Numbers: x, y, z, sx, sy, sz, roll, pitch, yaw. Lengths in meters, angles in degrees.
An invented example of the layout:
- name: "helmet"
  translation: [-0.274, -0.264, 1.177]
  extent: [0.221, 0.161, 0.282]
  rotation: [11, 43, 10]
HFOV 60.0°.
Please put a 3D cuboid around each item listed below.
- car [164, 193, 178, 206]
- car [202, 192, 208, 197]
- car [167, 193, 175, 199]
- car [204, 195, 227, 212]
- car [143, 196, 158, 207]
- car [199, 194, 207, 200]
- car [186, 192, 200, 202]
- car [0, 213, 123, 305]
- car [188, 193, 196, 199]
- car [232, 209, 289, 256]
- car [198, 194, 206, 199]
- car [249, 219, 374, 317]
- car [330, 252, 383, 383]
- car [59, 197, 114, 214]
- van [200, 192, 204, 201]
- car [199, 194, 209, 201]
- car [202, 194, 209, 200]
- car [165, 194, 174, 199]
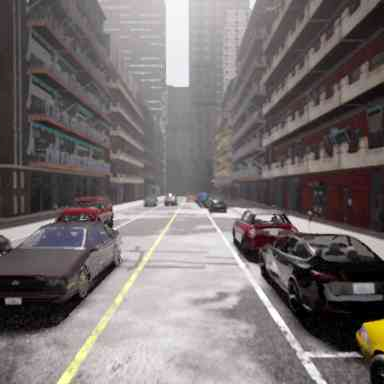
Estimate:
- name: "car"
  translation: [-3.109, 1.273, 49.205]
  extent: [2.033, 1.411, 5.357]
  rotation: [0, 0, 0]
- name: "car"
  translation: [2.971, 1.212, 52.886]
  extent: [1.837, 1.490, 4.892]
  rotation: [0, 0, 0]
- name: "car"
  translation: [-5.751, 1.044, 91.314]
  extent: [1.887, 1.381, 4.507]
  rotation: [-1, 0, 0]
- name: "car"
  translation: [2.661, 1.369, 35.270]
  extent: [1.947, 1.339, 4.313]
  rotation: [-1, 0, 0]
- name: "car"
  translation: [-5.726, 1.292, 46.498]
  extent: [2.008, 1.369, 4.403]
  rotation: [-1, 0, 0]
- name: "car"
  translation: [2.635, 1.104, 80.086]
  extent: [1.887, 1.381, 4.507]
  rotation: [-1, 0, 0]
- name: "car"
  translation: [-0.035, 0.994, 64.902]
  extent: [2.097, 1.767, 4.553]
  rotation: [0, 0, 0]
- name: "car"
  translation: [-3.105, 1.499, 8.445]
  extent: [2.033, 1.411, 5.357]
  rotation: [0, 0, 0]
- name: "car"
  translation: [-0.045, 0.898, 81.602]
  extent: [1.837, 1.490, 4.892]
  rotation: [0, 0, 0]
- name: "car"
  translation: [2.672, 1.368, 12.862]
  extent: [1.967, 1.590, 4.097]
  rotation: [-1, 0, 0]
- name: "car"
  translation: [2.633, 1.096, 85.687]
  extent: [1.947, 1.339, 4.313]
  rotation: [-1, 0, 0]
- name: "car"
  translation: [2.676, 1.525, 7.261]
  extent: [1.947, 1.339, 4.313]
  rotation: [-1, 0, 0]
- name: "car"
  translation: [2.679, 1.515, 1.828]
  extent: [1.752, 1.417, 4.829]
  rotation: [-1, 0, 0]
- name: "car"
  translation: [-5.713, 1.211, 18.487]
  extent: [2.192, 1.841, 5.009]
  rotation: [-1, 0, 0]
- name: "van"
  translation: [2.639, 0.961, 68.881]
  extent: [1.690, 1.788, 3.998]
  rotation: [-1, 0, 0]
- name: "car"
  translation: [2.639, 1.141, 74.484]
  extent: [2.008, 1.369, 4.403]
  rotation: [-1, 0, 0]
- name: "car"
  translation: [2.658, 1.323, 40.873]
  extent: [2.008, 1.369, 4.403]
  rotation: [-1, 0, 0]
- name: "car"
  translation: [-5.748, 1.095, 85.711]
  extent: [1.947, 1.339, 4.313]
  rotation: [-1, 0, 0]
